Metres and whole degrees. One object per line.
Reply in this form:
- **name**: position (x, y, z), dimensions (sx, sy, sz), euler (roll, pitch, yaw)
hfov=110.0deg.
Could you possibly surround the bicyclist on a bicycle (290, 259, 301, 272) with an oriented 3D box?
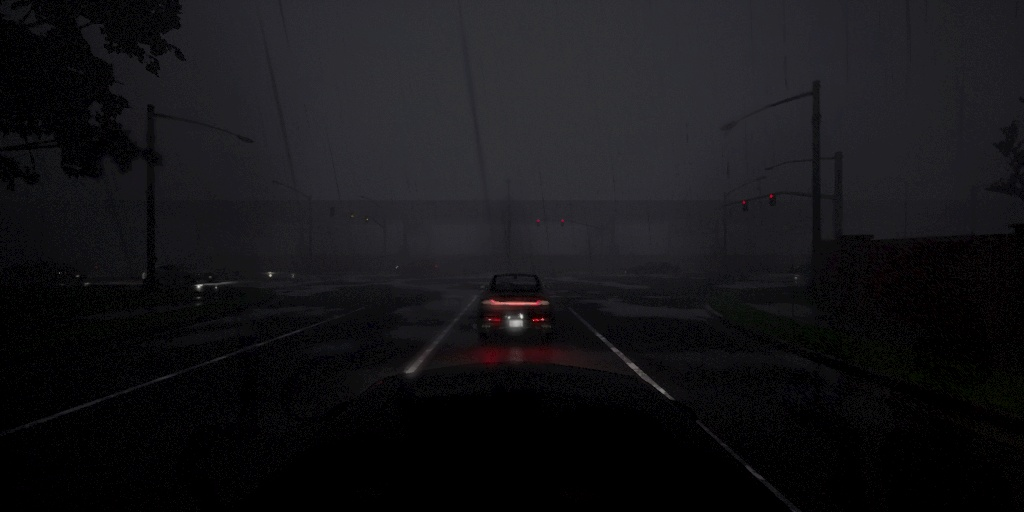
- **bicyclist on a bicycle**: position (-27.031, 1.203, 44.712), dimensions (0.582, 1.620, 1.656), euler (0, 0, 14)

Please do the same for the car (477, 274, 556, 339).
- **car**: position (0.099, 1.242, 10.137), dimensions (2.128, 1.511, 4.902), euler (0, 0, 0)

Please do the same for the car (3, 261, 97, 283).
- **car**: position (-35.056, 1.241, 26.999), dimensions (4.902, 1.511, 2.128), euler (0, 0, 2)

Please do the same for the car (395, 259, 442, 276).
- **car**: position (-9.664, 1.102, 36.960), dimensions (4.553, 1.767, 2.097), euler (0, 0, 2)

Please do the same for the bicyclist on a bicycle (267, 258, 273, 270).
- **bicyclist on a bicycle**: position (-31.583, 1.050, 46.803), dimensions (0.582, 1.620, 1.656), euler (0, 0, -33)

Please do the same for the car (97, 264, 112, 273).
- **car**: position (-49.647, 1.297, 41.451), dimensions (5.357, 1.411, 2.033), euler (0, 0, 2)

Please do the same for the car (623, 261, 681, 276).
- **car**: position (14.159, 1.242, 36.311), dimensions (5.357, 1.411, 2.033), euler (0, 0, 2)

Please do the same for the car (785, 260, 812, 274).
- **car**: position (30.031, 1.064, 35.877), dimensions (4.674, 1.442, 1.812), euler (-1, 0, 2)

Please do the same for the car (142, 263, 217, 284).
- **car**: position (-24.683, 1.276, 26.673), dimensions (4.674, 1.442, 1.812), euler (0, 0, 2)
